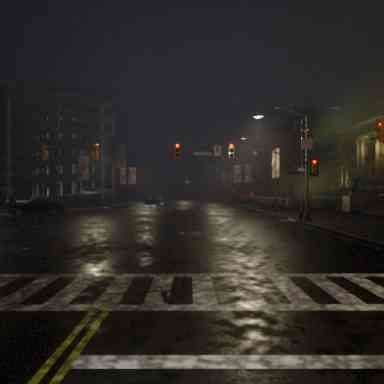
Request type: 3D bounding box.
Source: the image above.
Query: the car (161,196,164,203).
[{"bbox_3d":[-6.962,1.455,69.350,1.882,1.535,5.008,0,0,1],"label":"car"}]

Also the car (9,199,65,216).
[{"bbox_3d":[-15.283,1.467,33.011,5.008,1.535,1.882,0,1,-26],"label":"car"}]

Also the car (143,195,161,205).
[{"bbox_3d":[-6.999,1.528,57.382,2.033,1.411,5.357,0,0,0],"label":"car"}]

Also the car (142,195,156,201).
[{"bbox_3d":[-10.907,1.469,84.140,1.837,1.490,4.892,0,0,-29],"label":"car"}]
